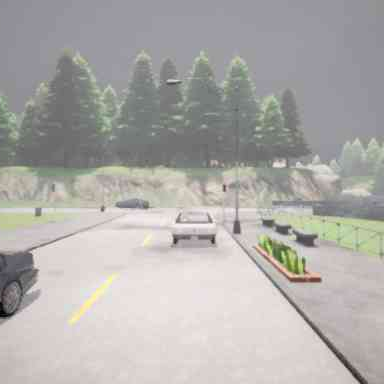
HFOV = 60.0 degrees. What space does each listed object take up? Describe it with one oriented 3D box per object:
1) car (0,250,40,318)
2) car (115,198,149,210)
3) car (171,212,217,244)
[{"bbox_3d":[-4.099,1.536,4.625,2.033,1.411,5.357,0,0,0],"label":"car"},{"bbox_3d":[-7.444,1.459,41.389,4.181,1.385,1.994,0,0,20],"label":"car"},{"bbox_3d":[0.094,1.561,15.574,1.895,1.301,4.718,0,0,0],"label":"car"}]
